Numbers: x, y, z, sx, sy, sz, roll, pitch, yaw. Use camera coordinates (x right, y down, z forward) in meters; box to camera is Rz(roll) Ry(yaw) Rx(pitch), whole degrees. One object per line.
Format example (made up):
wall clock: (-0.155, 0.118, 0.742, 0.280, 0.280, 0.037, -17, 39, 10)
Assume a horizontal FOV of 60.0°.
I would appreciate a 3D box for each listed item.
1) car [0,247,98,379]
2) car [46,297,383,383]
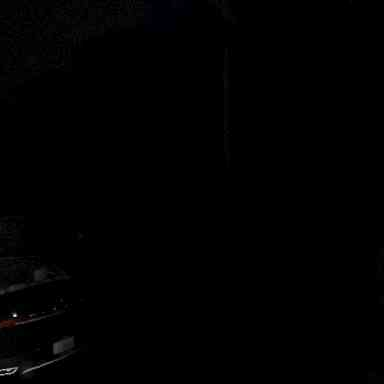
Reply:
car: (-3.265, 1.543, 5.137, 4.403, 1.369, 2.008, 0, 0, 35)
car: (1.166, 1.582, 1.985, 4.206, 1.307, 1.802, 0, 0, 35)
